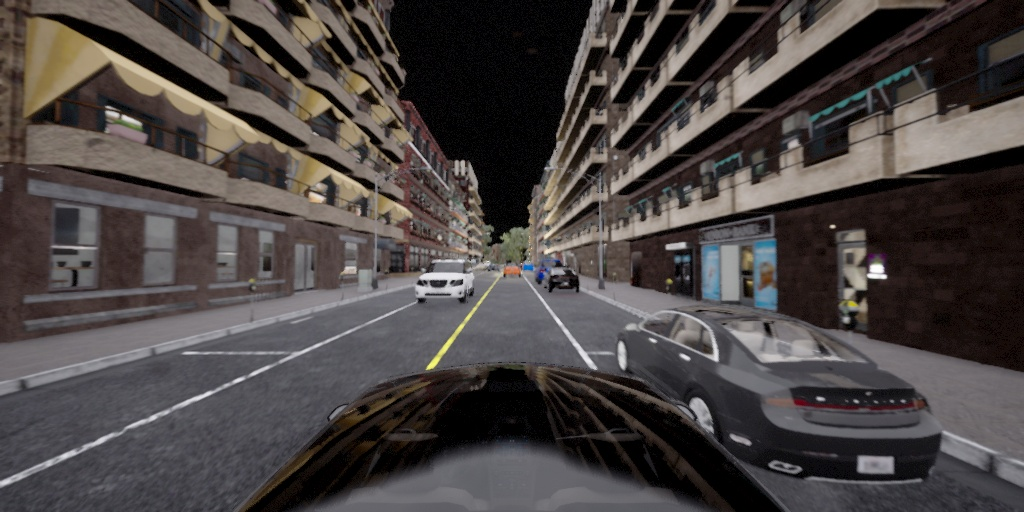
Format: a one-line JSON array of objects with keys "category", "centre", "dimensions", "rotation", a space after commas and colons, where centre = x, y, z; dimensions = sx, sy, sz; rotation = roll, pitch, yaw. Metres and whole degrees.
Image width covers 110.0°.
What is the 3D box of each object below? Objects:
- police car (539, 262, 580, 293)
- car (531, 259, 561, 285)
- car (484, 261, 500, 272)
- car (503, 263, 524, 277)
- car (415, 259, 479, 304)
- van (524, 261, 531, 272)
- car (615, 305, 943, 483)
[{"category": "police car", "centre": [3.130, 1.424, 23.412], "dimensions": [1.930, 1.638, 5.238], "rotation": [0, -1, 0]}, {"category": "car", "centre": [3.102, 1.307, 30.335], "dimensions": [2.150, 2.045, 5.566], "rotation": [0, -1, 0]}, {"category": "car", "centre": [-3.053, 1.983, 60.033], "dimensions": [1.994, 1.385, 4.181], "rotation": [0, -1, 1]}, {"category": "car", "centre": [0.048, 1.588, 44.021], "dimensions": [2.097, 1.767, 4.553], "rotation": [0, -1, 1]}, {"category": "car", "centre": [-3.103, 1.155, 17.768], "dimensions": [2.150, 2.045, 5.566], "rotation": [0, -1, 0]}, {"category": "van", "centre": [2.685, 1.767, 60.546], "dimensions": [1.690, 1.789, 3.998], "rotation": [0, 0, 0]}, {"category": "car", "centre": [2.691, 1.336, 4.838], "dimensions": [2.007, 1.370, 4.403], "rotation": [0, 0, 0]}]
